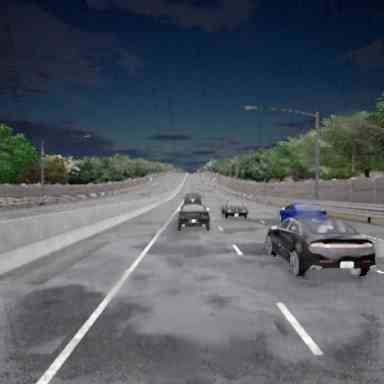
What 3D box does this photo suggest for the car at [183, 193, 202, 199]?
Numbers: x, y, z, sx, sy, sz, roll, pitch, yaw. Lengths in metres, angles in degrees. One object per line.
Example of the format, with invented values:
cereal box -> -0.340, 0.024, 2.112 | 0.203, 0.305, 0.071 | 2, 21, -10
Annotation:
car -> 0.088, 1.128, 42.499 | 2.150, 2.045, 5.566 | 0, 0, 0

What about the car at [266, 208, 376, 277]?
car -> 3.597, 1.473, 10.134 | 2.128, 1.511, 4.902 | 0, 0, 0

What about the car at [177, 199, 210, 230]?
car -> 0.094, 1.451, 21.041 | 1.882, 1.535, 5.008 | 0, 0, 0

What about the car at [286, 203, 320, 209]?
car -> 7.095, 1.451, 21.755 | 1.882, 1.535, 5.008 | 0, 0, 0

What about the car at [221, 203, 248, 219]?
car -> 3.592, 1.566, 29.011 | 1.895, 1.301, 4.718 | 0, 0, 0
